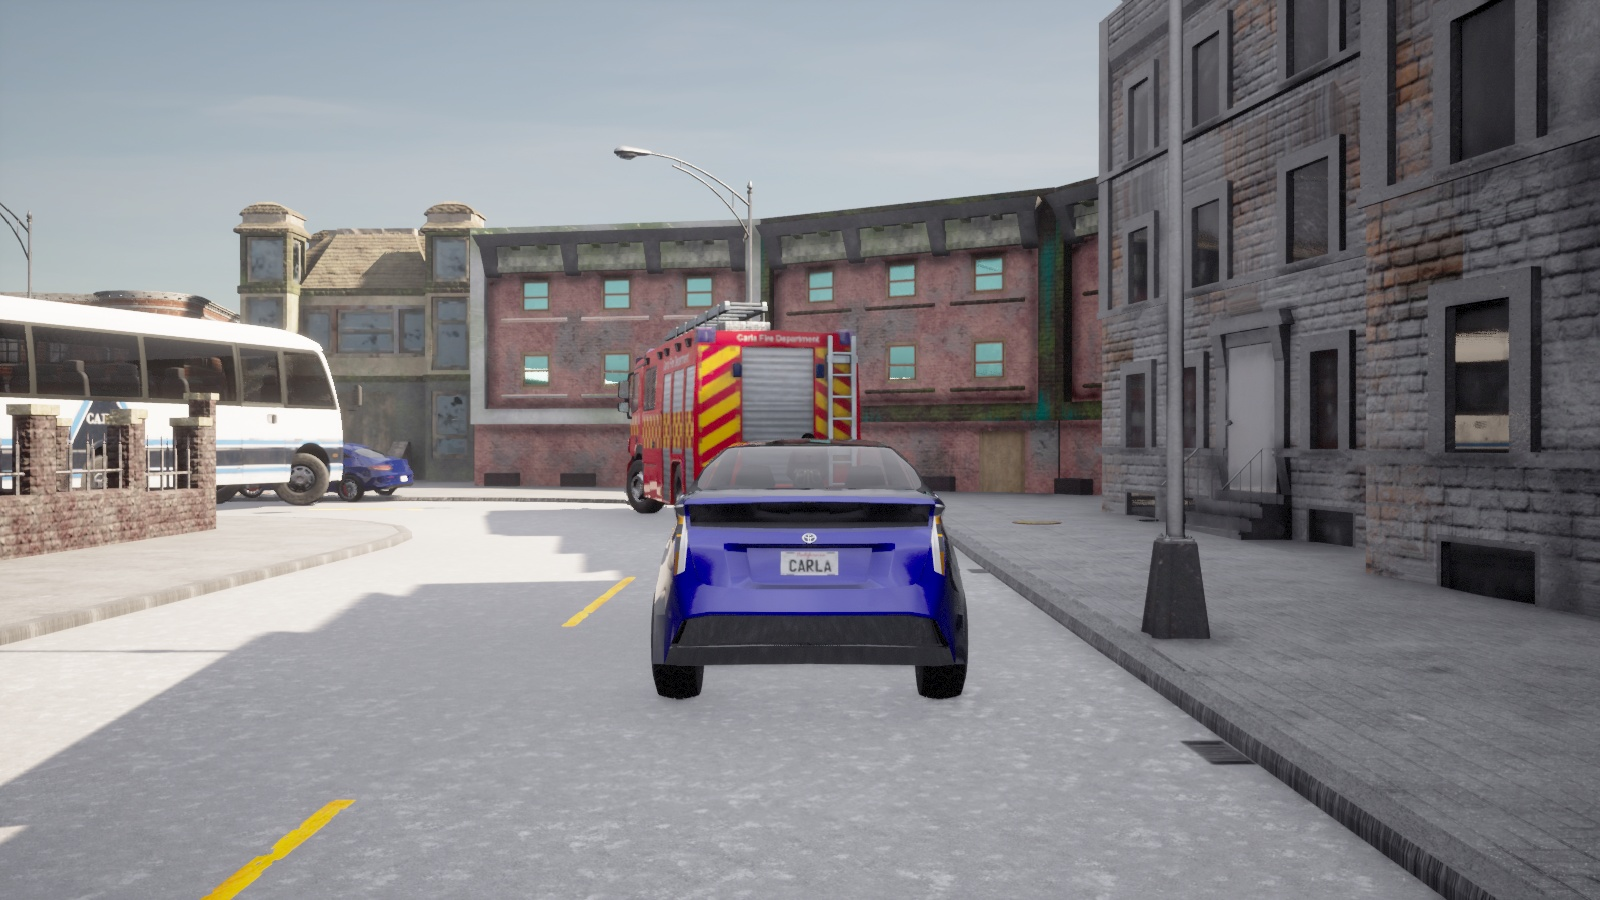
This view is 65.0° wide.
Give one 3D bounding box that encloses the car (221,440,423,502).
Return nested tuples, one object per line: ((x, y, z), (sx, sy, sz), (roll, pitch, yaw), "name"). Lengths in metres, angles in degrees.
((-12.411, 0.510, 32.695), (4.674, 1.442, 1.812), (1, 2, 13), "car")

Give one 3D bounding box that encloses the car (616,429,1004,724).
((0.064, 0.644, 8.761), (2.007, 1.525, 4.514), (0, 0, 0), "car")

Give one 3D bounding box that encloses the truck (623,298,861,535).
((-1.487, -0.562, 24.704), (2.891, 3.827, 8.468), (0, 0, -15), "truck")

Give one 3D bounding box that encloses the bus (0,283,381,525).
((-14.136, -0.832, 27.541), (3.944, 4.253, 10.273), (0, 0, 19), "bus")
